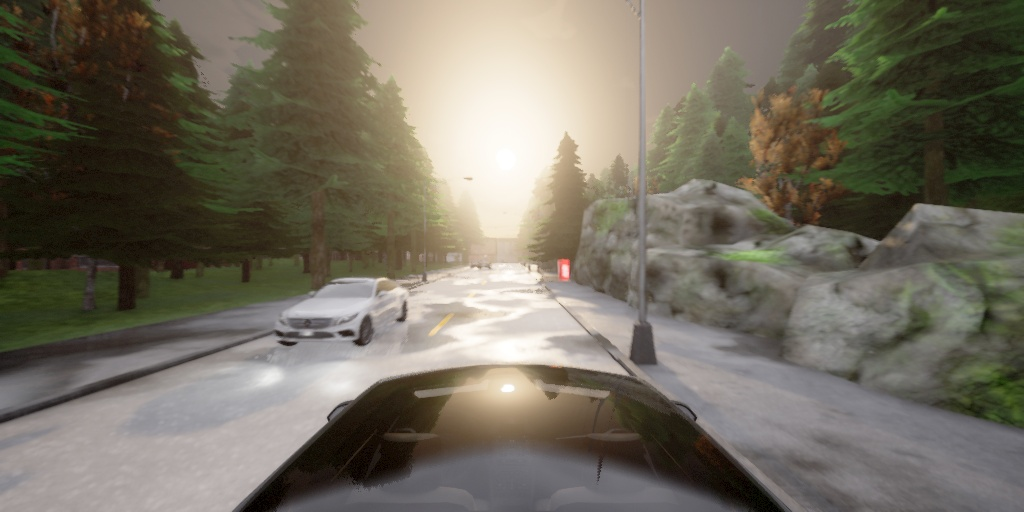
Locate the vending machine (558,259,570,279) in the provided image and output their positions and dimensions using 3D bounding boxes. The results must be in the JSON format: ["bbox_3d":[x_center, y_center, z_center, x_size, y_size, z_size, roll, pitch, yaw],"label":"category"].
[{"bbox_3d":[4.299,1.165,29.691,1.100,2.100,0.880,0,0,0],"label":"vending machine"}]

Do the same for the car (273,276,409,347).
[{"bbox_3d":[-4.100,1.275,9.494,1.812,1.442,4.674,0,0,0],"label":"car"}]

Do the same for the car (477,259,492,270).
[{"bbox_3d":[-4.041,1.240,53.593,2.128,1.511,4.902,0,0,1],"label":"car"}]
